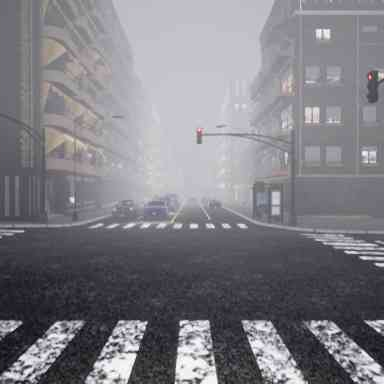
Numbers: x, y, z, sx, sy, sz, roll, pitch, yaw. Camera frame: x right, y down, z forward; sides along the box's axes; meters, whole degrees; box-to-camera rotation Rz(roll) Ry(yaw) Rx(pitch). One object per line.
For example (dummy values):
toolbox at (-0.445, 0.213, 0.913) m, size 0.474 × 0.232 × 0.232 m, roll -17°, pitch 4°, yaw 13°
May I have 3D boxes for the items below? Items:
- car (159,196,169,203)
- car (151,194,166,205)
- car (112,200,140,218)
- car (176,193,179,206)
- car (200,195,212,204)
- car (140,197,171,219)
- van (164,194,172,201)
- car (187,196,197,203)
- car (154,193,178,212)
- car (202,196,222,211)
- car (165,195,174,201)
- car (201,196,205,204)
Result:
car at (-5.740, 1.490, 68.503) m, size 1.752 × 1.417 × 4.829 m, roll 0°, pitch 0°, yaw 0°
car at (-5.733, 1.285, 57.395) m, size 2.192 × 1.841 × 5.009 m, roll 0°, pitch 0°, yaw 0°
car at (-5.713, 1.424, 29.202) m, size 1.967 × 1.590 × 4.097 m, roll 0°, pitch 0°, yaw 0°
car at (-3.107, 1.195, 49.577) m, size 2.150 × 2.045 × 5.566 m, roll 0°, pitch 0°, yaw 1°
car at (2.644, 1.407, 63.034) m, size 1.967 × 1.590 × 4.097 m, roll 0°, pitch 0°, yaw 0°
car at (-3.108, 1.461, 29.285) m, size 1.882 × 1.535 × 5.008 m, roll 0°, pitch 0°, yaw -1°
van at (-5.748, 1.299, 79.951) m, size 1.690 × 1.788 × 3.998 m, roll 0°, pitch 0°, yaw 0°
car at (0.051, 1.527, 69.704) m, size 1.994 × 1.385 × 4.181 m, roll 0°, pitch 0°, yaw 0°
car at (-3.114, 1.331, 38.912) m, size 2.097 × 1.767 × 4.553 m, roll 0°, pitch 0°, yaw 0°
car at (2.660, 1.529, 40.480) m, size 2.008 × 1.369 × 4.403 m, roll 0°, pitch 0°, yaw 0°
car at (-5.751, 1.505, 85.589) m, size 2.008 × 1.369 × 4.403 m, roll 0°, pitch 0°, yaw 0°
car at (2.656, 1.520, 46.118) m, size 1.887 × 1.381 × 4.507 m, roll 0°, pitch 0°, yaw 0°
